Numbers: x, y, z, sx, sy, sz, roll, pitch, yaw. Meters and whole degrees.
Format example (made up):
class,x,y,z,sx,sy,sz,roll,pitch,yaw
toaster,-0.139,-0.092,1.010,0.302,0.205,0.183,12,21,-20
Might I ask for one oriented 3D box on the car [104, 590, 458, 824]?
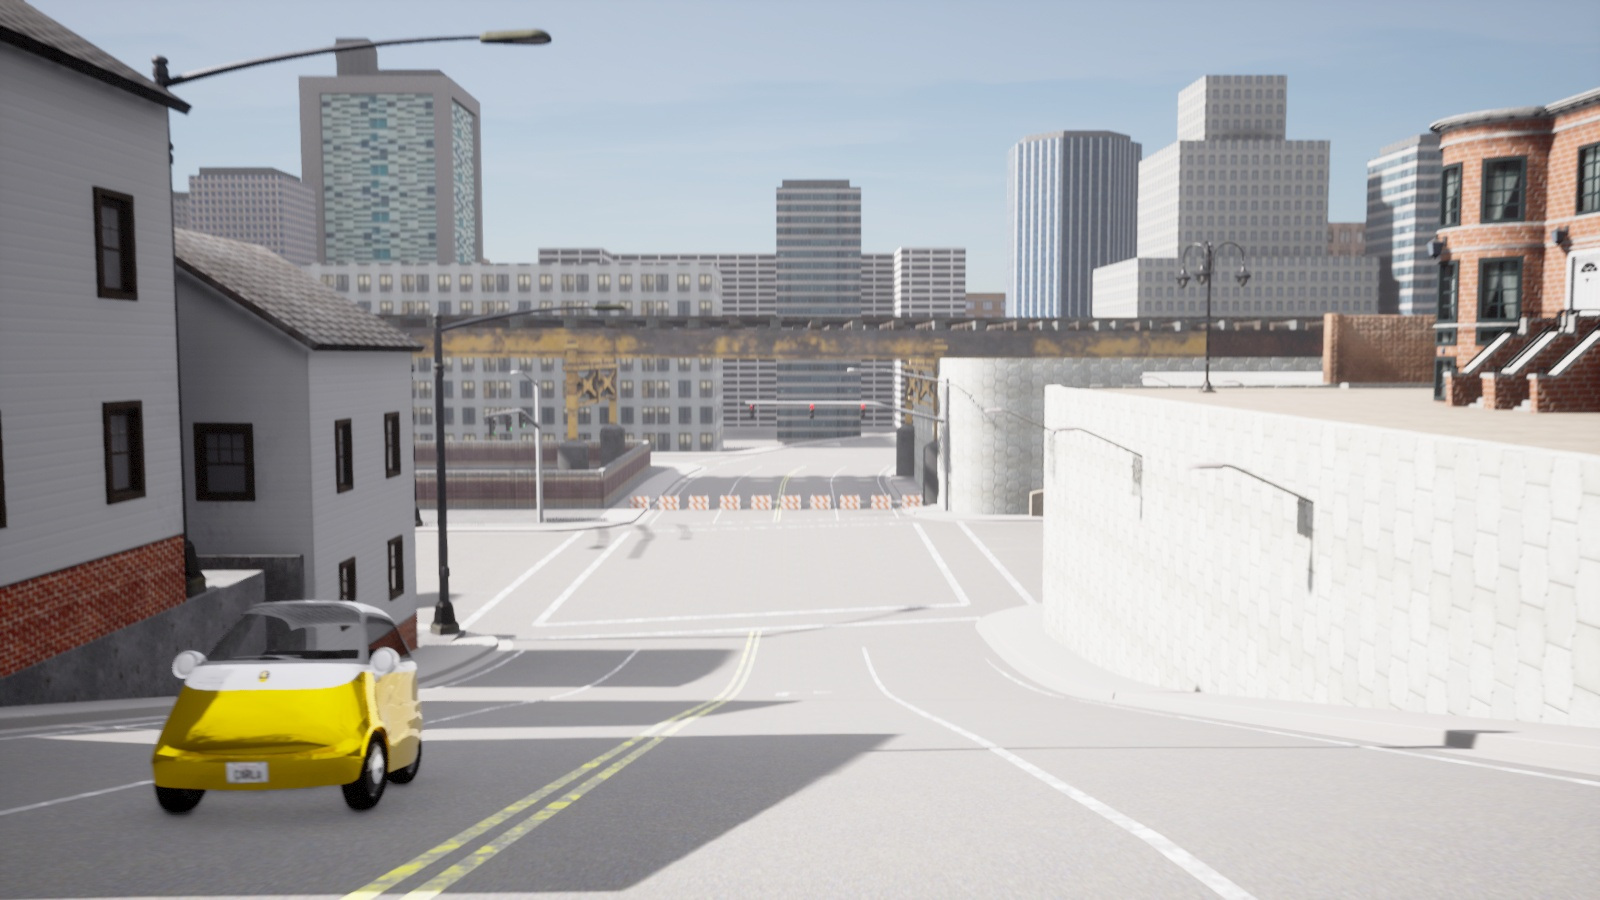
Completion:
class,x,y,z,sx,sy,sz,roll,pitch,yaw
car,-3.445,1.732,8.740,1.481,1.376,2.207,-1,-9,0
